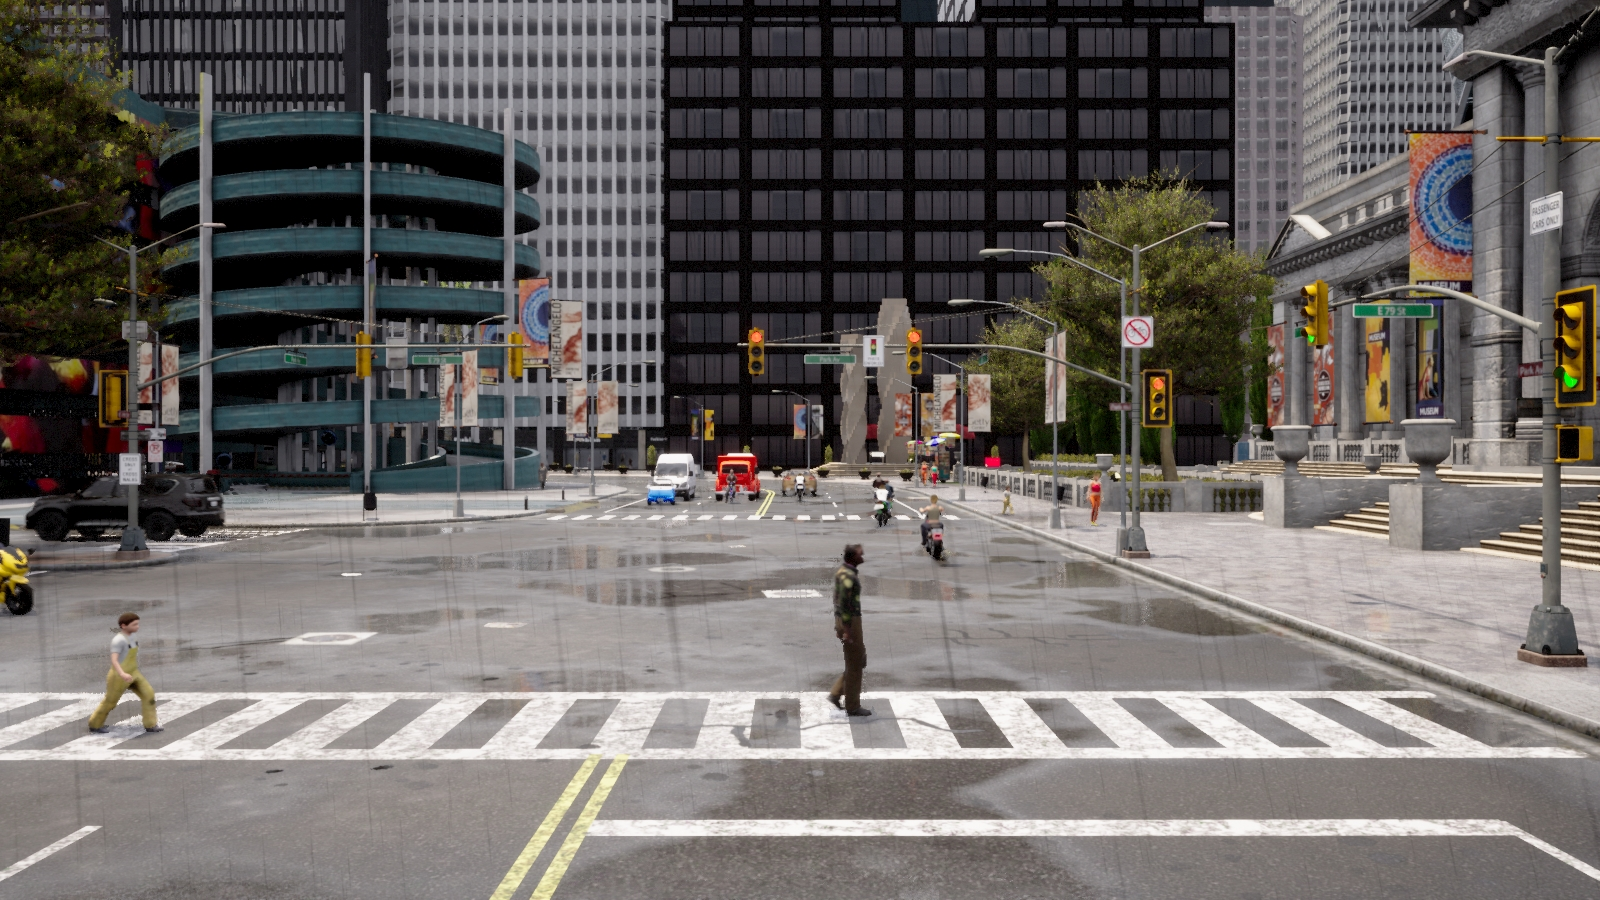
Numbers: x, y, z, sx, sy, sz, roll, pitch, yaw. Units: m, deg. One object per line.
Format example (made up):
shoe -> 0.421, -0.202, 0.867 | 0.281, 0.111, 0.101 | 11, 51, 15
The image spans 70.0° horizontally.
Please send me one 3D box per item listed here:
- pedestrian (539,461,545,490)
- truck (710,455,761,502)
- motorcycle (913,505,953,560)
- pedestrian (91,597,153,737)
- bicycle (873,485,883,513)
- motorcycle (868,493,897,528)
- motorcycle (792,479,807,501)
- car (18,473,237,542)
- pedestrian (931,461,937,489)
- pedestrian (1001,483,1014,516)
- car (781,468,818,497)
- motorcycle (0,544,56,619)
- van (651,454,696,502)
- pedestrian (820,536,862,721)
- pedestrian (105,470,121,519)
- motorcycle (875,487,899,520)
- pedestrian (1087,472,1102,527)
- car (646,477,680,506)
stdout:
pedestrian -> -16.761, 1.668, 74.329 | 0.375, 1.860, 0.375 | 0, 0, -9
truck -> -3.541, 1.543, 64.074 | 2.627, 2.467, 5.204 | 0, 0, -1
motorcycle -> 3.503, 2.158, 30.271 | 0.764, 1.277, 2.356 | 0, 0, 0
pedestrian -> -6.671, 2.124, 11.256 | 0.375, 1.300, 0.375 | 0, 0, 5
bicycle -> 3.503, 2.191, 51.336 | 0.329, 1.171, 1.835 | 0, 0, 0
motorcycle -> 3.019, 2.197, 41.648 | 0.803, 1.145, 2.033 | -2, 0, 11
motorcycle -> -0.021, 2.189, 62.782 | 0.803, 1.145, 2.033 | 0, 0, 0
car -> -20.860, 1.766, 35.606 | 5.566, 2.045, 2.150 | 0, 0, 1
pedestrian -> 8.993, 1.667, 76.672 | 0.375, 1.860, 0.375 | 0, 0, -1
pedestrian -> 8.278, 1.959, 45.615 | 0.375, 1.300, 0.375 | 0, 0, -29
car -> -0.068, 1.965, 70.863 | 2.152, 1.651, 5.027 | 0, 0, -1
motorcycle -> -13.833, 2.205, 19.425 | 2.033, 1.145, 0.803 | 0, 1, 15
van -> -7.042, 1.510, 64.165 | 1.988, 2.561, 5.915 | 0, 0, -1
pedestrian -> 0.426, 1.842, 11.899 | 0.375, 1.860, 0.375 | 0, 0, -8
pedestrian -> -26.096, 1.679, 43.417 | 0.375, 1.860, 0.375 | 0, 0, 10
motorcycle -> 3.528, 2.164, 46.549 | 0.856, 1.236, 1.805 | 0, 0, 0
pedestrian -> 10.092, 1.681, 39.200 | 0.375, 1.860, 0.375 | 0, 0, -10
car -> -6.988, 2.098, 58.266 | 1.481, 1.376, 2.207 | 0, 0, 0
